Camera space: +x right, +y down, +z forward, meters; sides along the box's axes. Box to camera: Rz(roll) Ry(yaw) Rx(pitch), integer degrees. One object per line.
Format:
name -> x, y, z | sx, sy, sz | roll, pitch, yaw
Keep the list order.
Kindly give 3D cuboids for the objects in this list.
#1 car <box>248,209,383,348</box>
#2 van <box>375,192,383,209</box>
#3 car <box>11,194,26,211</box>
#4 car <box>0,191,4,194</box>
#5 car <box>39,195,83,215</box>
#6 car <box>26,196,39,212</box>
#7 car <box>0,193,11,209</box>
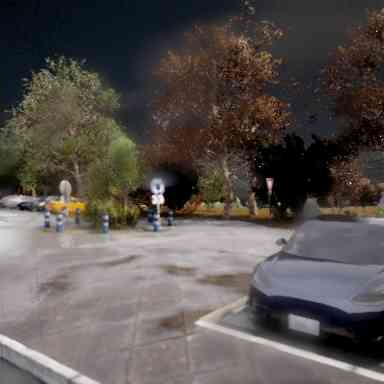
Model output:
car -> 2.759, 1.194, 5.936 | 2.163, 1.488, 4.792 | 1, 1, 36
van -> 10.331, 0.933, 16.482 | 1.878, 1.987, 4.442 | 1, 1, 36
car -> -16.083, 1.209, 35.453 | 2.163, 1.488, 4.792 | 2, 1, 36
car -> -20.657, 1.047, 38.580 | 1.946, 1.575, 5.366 | 2, 1, 36
car -> -11.686, 1.307, 32.290 | 2.097, 1.535, 5.008 | 2, 1, 36
car -> -13.904, 1.116, 33.946 | 2.185, 1.767, 4.553 | 2, 1, 36
car -> -18.309, 1.155, 37.101 | 2.002, 1.452, 4.674 | 2, 1, 36
